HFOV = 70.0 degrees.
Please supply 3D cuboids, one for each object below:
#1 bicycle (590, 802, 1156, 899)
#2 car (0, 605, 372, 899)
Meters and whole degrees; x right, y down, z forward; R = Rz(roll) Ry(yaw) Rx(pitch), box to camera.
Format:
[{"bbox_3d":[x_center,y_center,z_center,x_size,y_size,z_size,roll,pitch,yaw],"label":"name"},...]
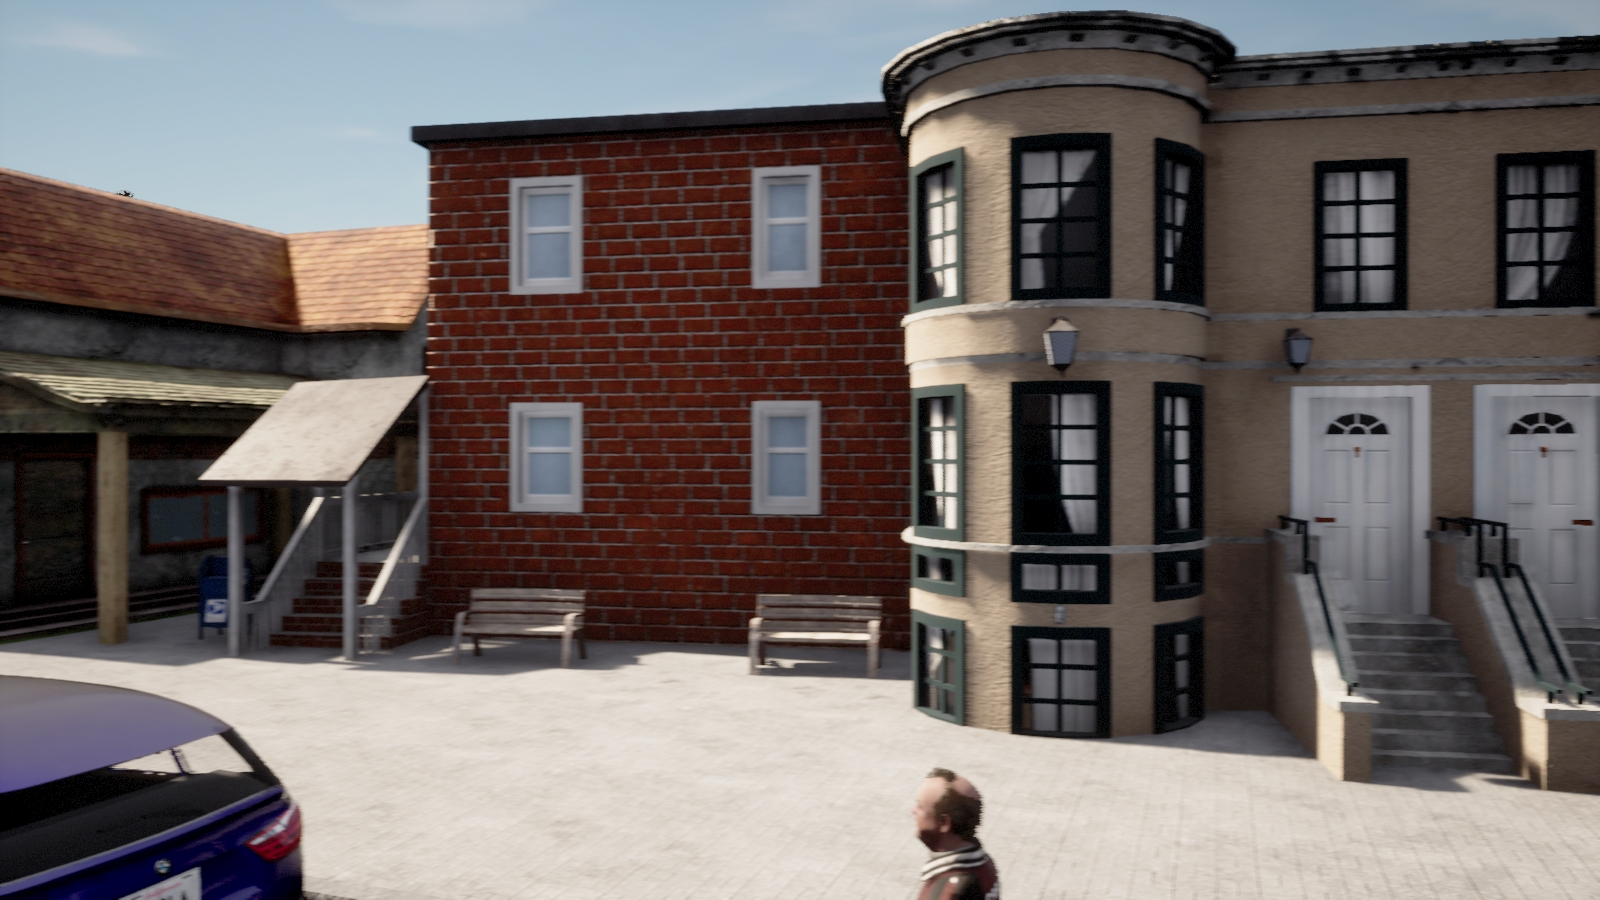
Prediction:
[{"bbox_3d":[0.198,1.940,3.753,1.835,1.271,0.329,0,0,20],"label":"bicycle"},{"bbox_3d":[-4.734,1.747,5.558,4.611,1.667,2.242,0,0,20],"label":"car"}]
